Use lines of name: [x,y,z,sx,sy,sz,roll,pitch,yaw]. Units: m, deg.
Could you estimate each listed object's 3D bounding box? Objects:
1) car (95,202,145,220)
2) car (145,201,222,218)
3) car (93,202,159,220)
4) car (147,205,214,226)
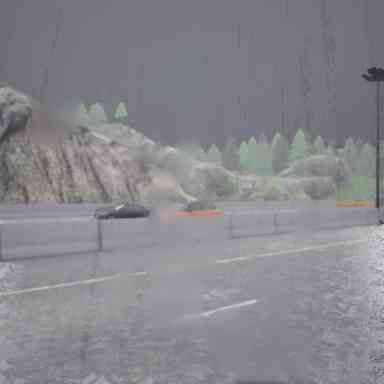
car: [-5.178,1.605,26.011,4.674,1.442,1.812,1,0,-35]
car: [-0.287,1.439,20.890,4.553,1.767,2.097,0,0,-35]
car: [-5.852,1.639,29.808,5.357,1.411,2.033,1,0,-35]
car: [-0.791,1.710,24.806,4.718,1.301,1.895,1,0,-36]
